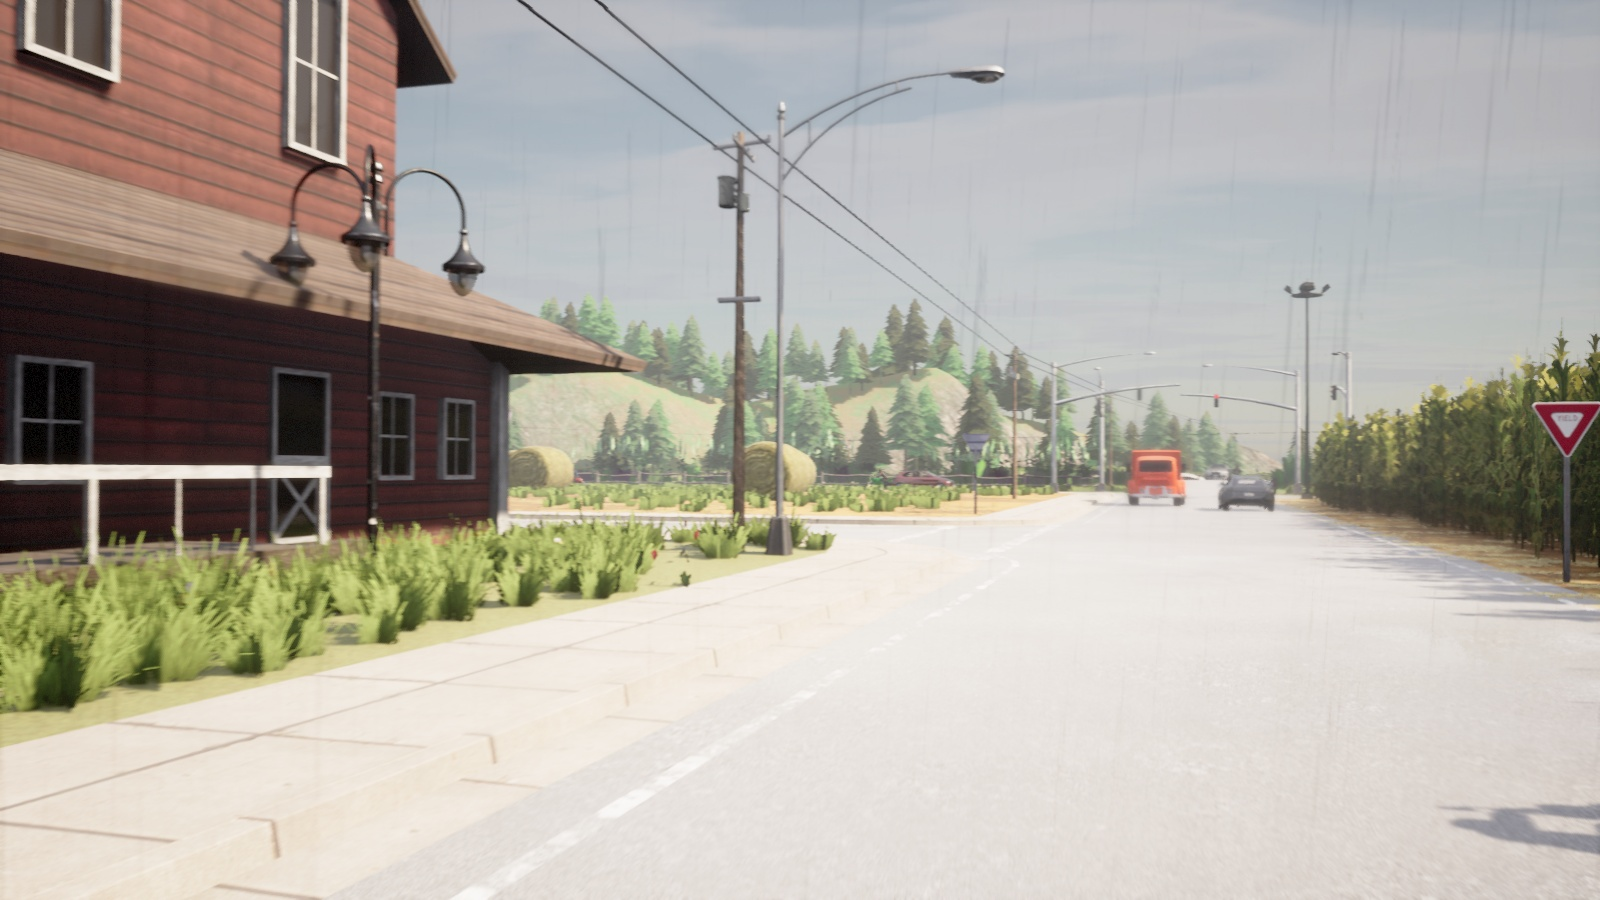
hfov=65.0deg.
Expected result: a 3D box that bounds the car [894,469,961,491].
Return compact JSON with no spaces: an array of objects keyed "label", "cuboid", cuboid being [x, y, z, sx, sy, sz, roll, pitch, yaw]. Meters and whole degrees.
[{"label":"car","cuboid":[8.597,2.040,84.899,4.193,1.474,1.816,-1,-1,20]}]

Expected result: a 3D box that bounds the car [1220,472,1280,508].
[{"label":"car","cuboid":[17.970,1.571,50.262,1.994,1.385,4.181,0,-1,16]}]

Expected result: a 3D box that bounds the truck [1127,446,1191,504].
[{"label":"truck","cuboid":[16.106,1.118,56.259,2.627,2.467,5.204,0,-1,17]}]
